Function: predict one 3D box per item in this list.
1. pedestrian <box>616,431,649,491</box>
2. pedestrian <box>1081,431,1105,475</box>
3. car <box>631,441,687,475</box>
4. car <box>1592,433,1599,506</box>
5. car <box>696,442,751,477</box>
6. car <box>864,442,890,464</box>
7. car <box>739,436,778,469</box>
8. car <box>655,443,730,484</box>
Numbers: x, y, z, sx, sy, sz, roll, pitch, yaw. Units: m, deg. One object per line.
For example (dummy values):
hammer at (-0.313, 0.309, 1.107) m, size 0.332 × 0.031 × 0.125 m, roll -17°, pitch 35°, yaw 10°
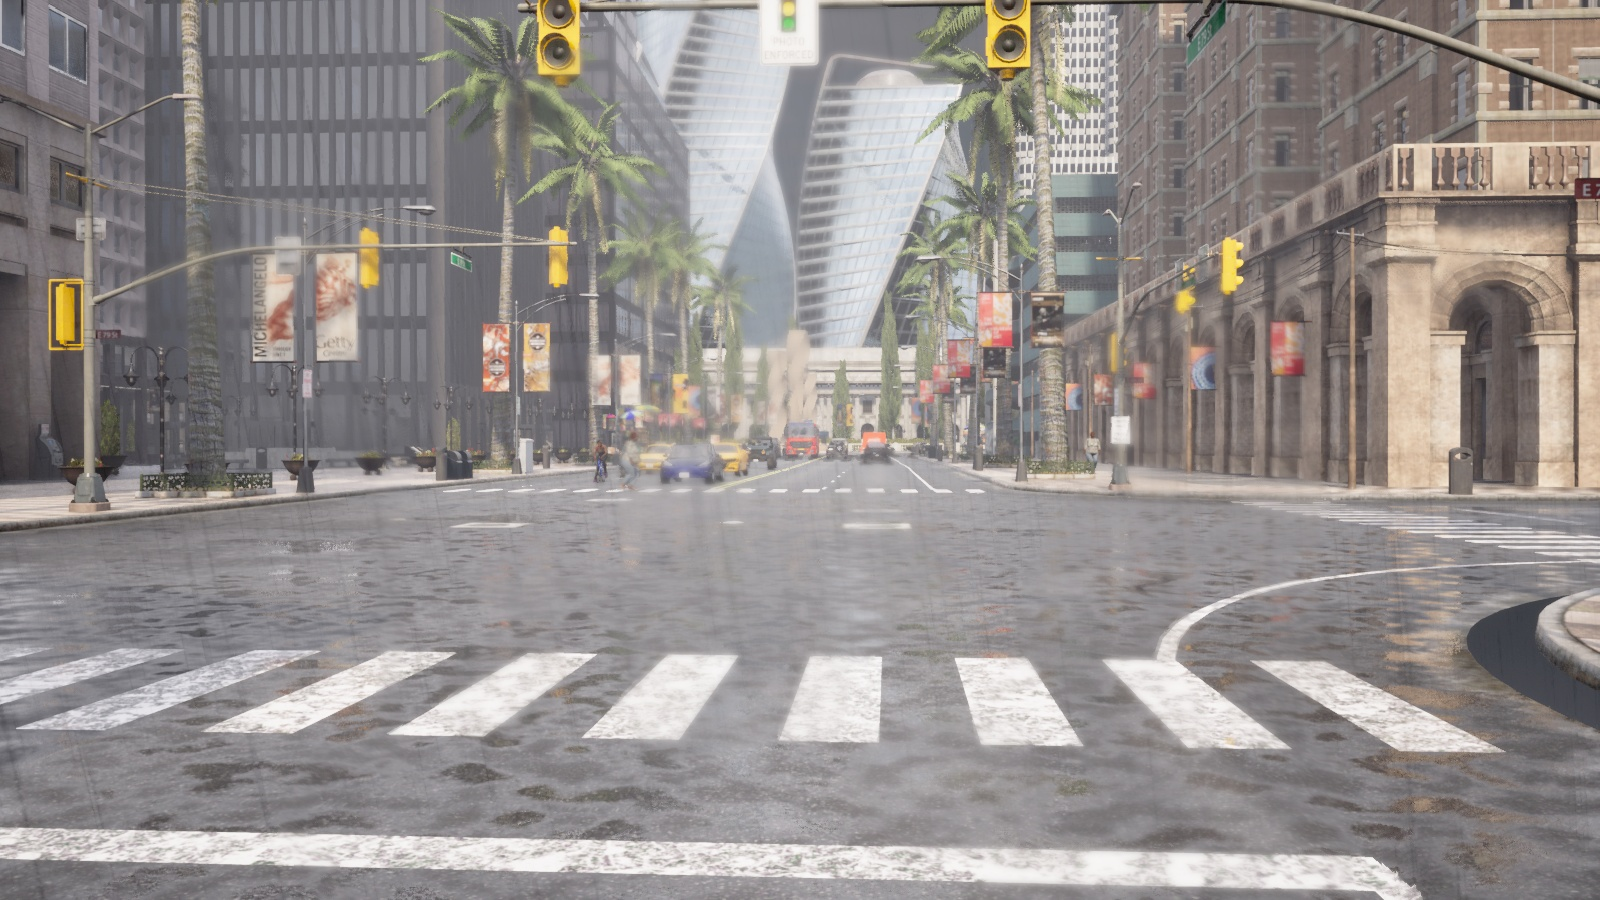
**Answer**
pedestrian at (-5.185, 0.329, 38.925) m, size 0.900 × 1.855 × 0.874 m, roll 0°, pitch 0°, yaw 2°
pedestrian at (12.347, 0.115, 52.886) m, size 0.874 × 1.855 × 0.900 m, roll 0°, pitch 0°, yaw 5°
car at (-6.738, 0.338, 60.588) m, size 1.801 × 1.575 × 5.366 m, roll 0°, pitch 0°, yaw 4°
car at (20.418, 0.451, 27.582) m, size 4.611 × 1.667 × 2.242 m, roll 0°, pitch 0°, yaw 3°
car at (-3.441, 0.398, 57.258) m, size 1.882 × 1.535 × 5.008 m, roll 0°, pitch 0°, yaw 4°
car at (5.634, 0.209, 92.089) m, size 1.882 × 1.535 × 5.008 m, roll 0°, pitch 0°, yaw 3°
car at (-2.400, 0.126, 73.371) m, size 1.905 × 1.878 × 3.866 m, roll 0°, pitch 0°, yaw 4°
car at (-4.036, 0.473, 47.851) m, size 2.163 × 1.488 × 4.792 m, roll 0°, pitch 0°, yaw 4°
